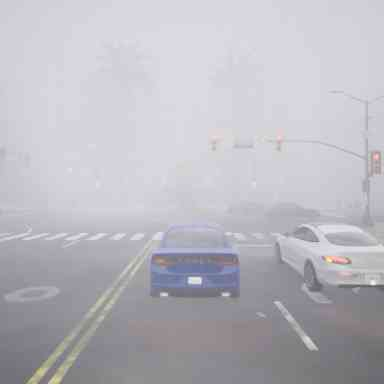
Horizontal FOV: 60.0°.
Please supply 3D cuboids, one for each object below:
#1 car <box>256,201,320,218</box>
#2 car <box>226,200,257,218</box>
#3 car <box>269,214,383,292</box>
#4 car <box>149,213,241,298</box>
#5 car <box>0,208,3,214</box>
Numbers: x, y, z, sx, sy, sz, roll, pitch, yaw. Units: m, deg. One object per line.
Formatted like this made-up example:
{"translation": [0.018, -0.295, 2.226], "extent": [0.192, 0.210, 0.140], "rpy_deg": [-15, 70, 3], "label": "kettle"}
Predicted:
{"translation": [7.922, 1.545, 26.880], "extent": [4.674, 1.442, 1.812], "rpy_deg": [0, 0, 0], "label": "car"}
{"translation": [5.601, 1.526, 30.395], "extent": [4.892, 1.490, 1.837], "rpy_deg": [0, 0, 0], "label": "car"}
{"translation": [3.568, 1.532, 8.861], "extent": [1.812, 1.442, 4.674], "rpy_deg": [0, 0, 0], "label": "car"}
{"translation": [0.067, 1.484, 8.611], "extent": [1.882, 1.535, 5.008], "rpy_deg": [0, 0, 0], "label": "car"}
{"translation": [-19.669, 1.586, 30.303], "extent": [4.181, 1.385, 1.994], "rpy_deg": [0, 0, -1], "label": "car"}
